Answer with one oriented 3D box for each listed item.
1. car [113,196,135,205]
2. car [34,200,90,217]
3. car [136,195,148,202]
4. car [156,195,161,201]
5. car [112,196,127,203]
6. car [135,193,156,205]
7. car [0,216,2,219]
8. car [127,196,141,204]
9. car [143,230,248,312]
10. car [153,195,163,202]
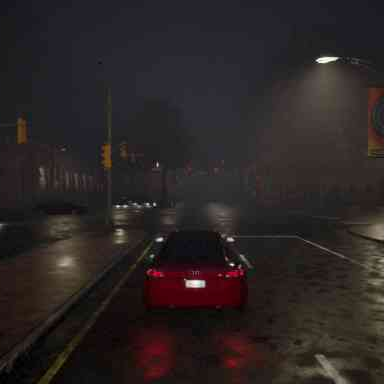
[{"bbox_3d":[-11.605,1.564,56.937,1.994,1.385,4.181,0,0,0],"label":"car"},{"bbox_3d":[-12.037,1.505,30.874,4.892,1.490,1.837,0,0,0],"label":"car"},{"bbox_3d":[-11.531,1.478,76.649,1.882,1.535,5.008,0,0,0],"label":"car"},{"bbox_3d":[-8.032,1.601,68.450,1.895,1.301,4.718,0,0,0],"label":"car"},{"bbox_3d":[-14.776,1.595,67.893,1.895,1.301,4.718,0,0,0],"label":"car"},{"bbox_3d":[-8.103,1.221,58.651,2.150,2.045,5.566,0,0,0],"label":"car"},{"bbox_3d":[-16.985,1.548,25.436,5.357,1.411,2.033,0,0,28],"label":"car"},{"bbox_3d":[-11.553,1.564,66.231,1.994,1.385,4.181,0,0,0],"label":"car"},{"bbox_3d":[0.072,1.564,7.787,1.994,1.385,4.181,0,0,0],"label":"car"},{"bbox_3d":[-8.031,1.500,78.654,1.837,1.490,4.892,0,0,0],"label":"car"}]
